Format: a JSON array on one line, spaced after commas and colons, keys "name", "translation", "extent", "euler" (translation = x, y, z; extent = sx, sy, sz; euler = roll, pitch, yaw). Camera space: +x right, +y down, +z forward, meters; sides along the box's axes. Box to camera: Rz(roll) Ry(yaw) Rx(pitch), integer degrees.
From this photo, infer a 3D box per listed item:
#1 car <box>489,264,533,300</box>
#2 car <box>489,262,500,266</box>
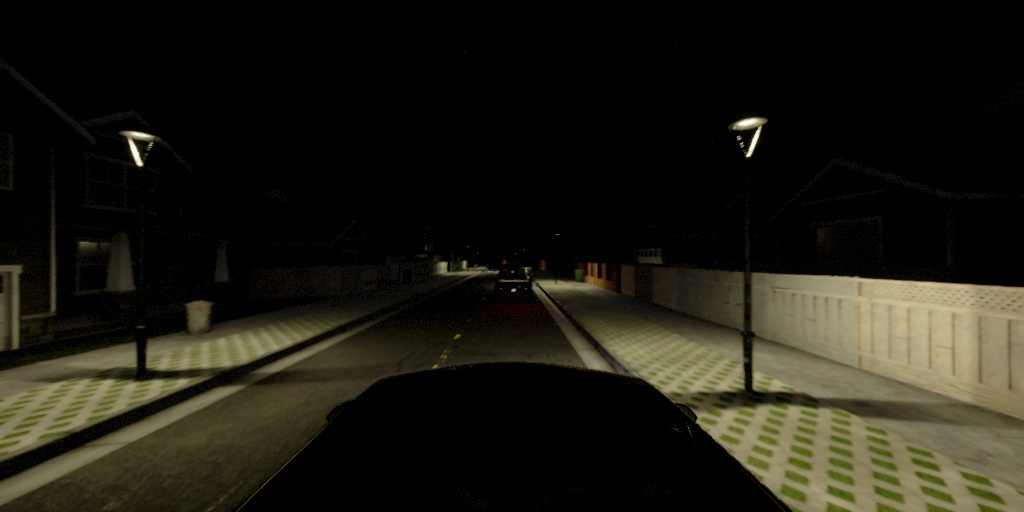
[{"name": "car", "translation": [0.072, 1.346, 18.490], "extent": [2.128, 1.511, 4.902], "euler": [0, 0, 0]}, {"name": "car", "translation": [-2.820, 1.717, 59.747], "extent": [1.895, 1.301, 4.718], "euler": [0, 0, 0]}]
